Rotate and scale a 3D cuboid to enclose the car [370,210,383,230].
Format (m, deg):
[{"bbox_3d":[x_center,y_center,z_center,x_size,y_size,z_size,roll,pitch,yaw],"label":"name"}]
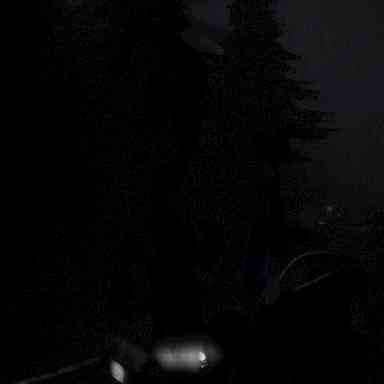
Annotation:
[{"bbox_3d":[12.890,1.782,20.998,1.837,1.490,4.892,-3,-2,10],"label":"car"}]

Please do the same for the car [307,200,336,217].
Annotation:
[{"bbox_3d":[17.139,2.121,43.516,5.566,2.045,2.150,-1,-1,-45],"label":"car"}]

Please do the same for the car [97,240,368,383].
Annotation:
[{"bbox_3d":[1.026,1.551,5.015,4.902,1.511,2.128,1,-1,-44],"label":"car"}]

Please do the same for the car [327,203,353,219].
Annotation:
[{"bbox_3d":[17.237,2.320,38.214,1.837,1.490,4.892,-3,-3,32],"label":"car"}]
